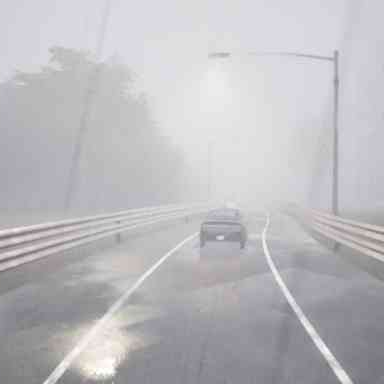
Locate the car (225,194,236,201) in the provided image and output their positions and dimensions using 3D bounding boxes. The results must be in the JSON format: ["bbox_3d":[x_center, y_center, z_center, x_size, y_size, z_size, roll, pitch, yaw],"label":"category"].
[{"bbox_3d":[8.812,1.307,78.377,2.097,1.767,4.553,0,0,-5],"label":"car"}]

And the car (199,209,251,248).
[{"bbox_3d":[1.527,1.498,14.809,2.128,1.511,4.902,0,0,11],"label":"car"}]
